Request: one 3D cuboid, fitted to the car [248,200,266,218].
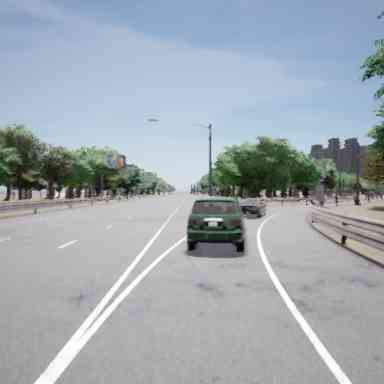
[{"bbox_3d":[5.689,1.521,30.821,1.837,1.490,4.892,-1,0,21],"label":"car"}]

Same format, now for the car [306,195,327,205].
[{"bbox_3d":[21.203,1.355,56.579,2.097,1.767,4.553,0,0,41],"label":"car"}]

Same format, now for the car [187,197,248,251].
[{"bbox_3d":[1.190,1.228,14.340,2.150,2.045,5.566,0,0,10],"label":"car"}]
